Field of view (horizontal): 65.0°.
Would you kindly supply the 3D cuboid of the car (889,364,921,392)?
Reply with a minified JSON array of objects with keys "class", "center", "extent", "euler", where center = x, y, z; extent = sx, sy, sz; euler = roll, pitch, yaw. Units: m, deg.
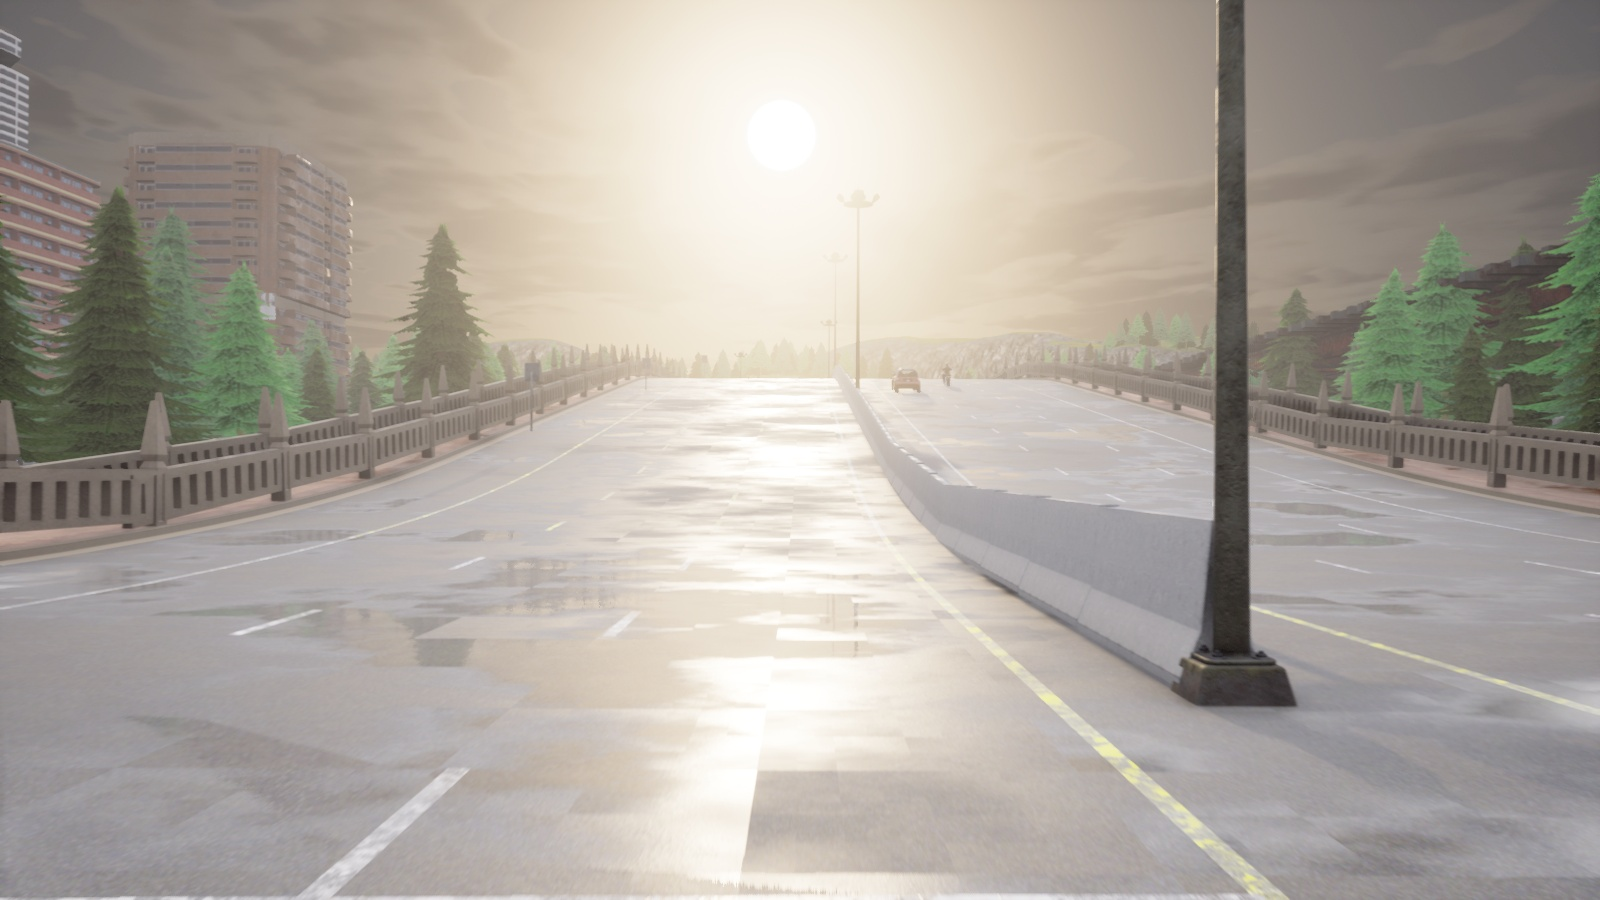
[{"class":"car","center":[7.093,-4.896,85.056],"extent":[1.851,1.617,3.988],"euler":[0,6,0]}]
